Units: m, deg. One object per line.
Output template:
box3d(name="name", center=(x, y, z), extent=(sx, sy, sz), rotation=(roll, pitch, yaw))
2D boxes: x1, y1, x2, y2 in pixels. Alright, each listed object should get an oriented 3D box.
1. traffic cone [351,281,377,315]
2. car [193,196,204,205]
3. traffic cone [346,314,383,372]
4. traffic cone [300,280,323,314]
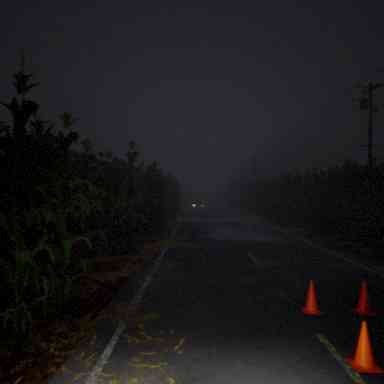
box3d(name="traffic cone", center=(3.284, 1.995, 6.349), extent=(0.340, 0.580, 0.340), rotation=(1, 0, 1))
box3d(name="car", center=(1.197, 1.572, 62.134), extent=(1.882, 1.535, 5.008), rotation=(1, 0, 1))
box3d(name="traffic cone", center=(2.257, 1.983, 4.363), extent=(0.340, 0.580, 0.340), rotation=(1, 0, 1))
box3d(name="traffic cone", center=(2.284, 1.985, 6.363), extent=(0.340, 0.580, 0.340), rotation=(1, 0, 1))
